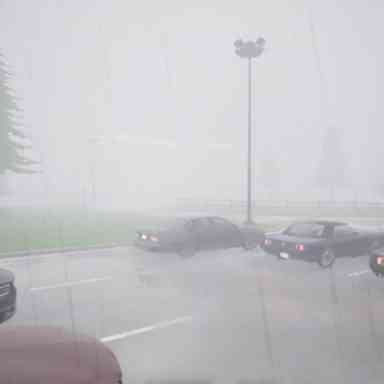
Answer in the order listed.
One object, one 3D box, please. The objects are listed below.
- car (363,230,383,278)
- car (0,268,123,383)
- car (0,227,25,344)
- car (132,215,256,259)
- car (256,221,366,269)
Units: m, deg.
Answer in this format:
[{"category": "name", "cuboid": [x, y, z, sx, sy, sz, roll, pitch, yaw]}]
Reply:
[{"category": "car", "cuboid": [6.614, 1.646, 8.503, 4.718, 1.301, 1.895, 0, 0, -35]}, {"category": "car", "cuboid": [-2.662, 1.520, 1.846, 4.674, 1.442, 1.812, 0, 0, -35]}, {"category": "car", "cuboid": [-5.129, 1.470, 4.387, 5.008, 1.535, 1.882, 0, 0, -35]}, {"category": "car", "cuboid": [0.441, 1.582, 12.719, 5.357, 1.411, 2.033, 0, 0, -35]}, {"category": "car", "cuboid": [4.631, 1.647, 11.384, 4.718, 1.301, 1.895, 0, 0, -35]}]
